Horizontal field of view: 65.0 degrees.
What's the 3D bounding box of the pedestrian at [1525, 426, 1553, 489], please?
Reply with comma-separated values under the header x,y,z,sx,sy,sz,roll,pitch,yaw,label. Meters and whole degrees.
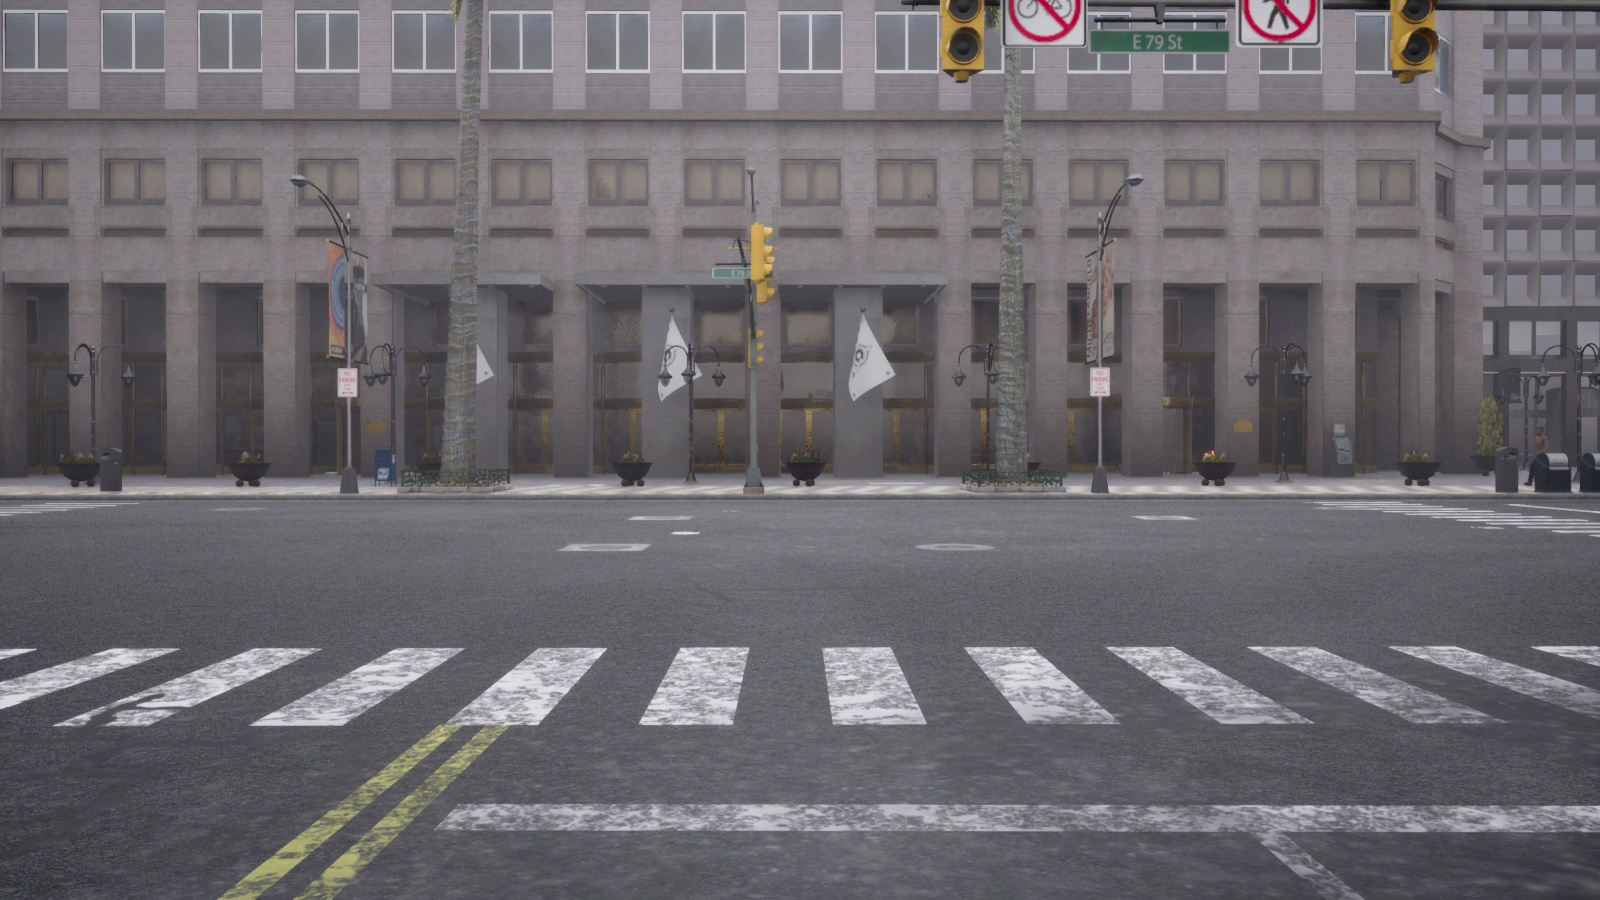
x,y,z,sx,sy,sz,roll,pitch,yaw,label
21.544,0.214,36.590,0.634,1.846,0.331,0,0,-11,pedestrian
